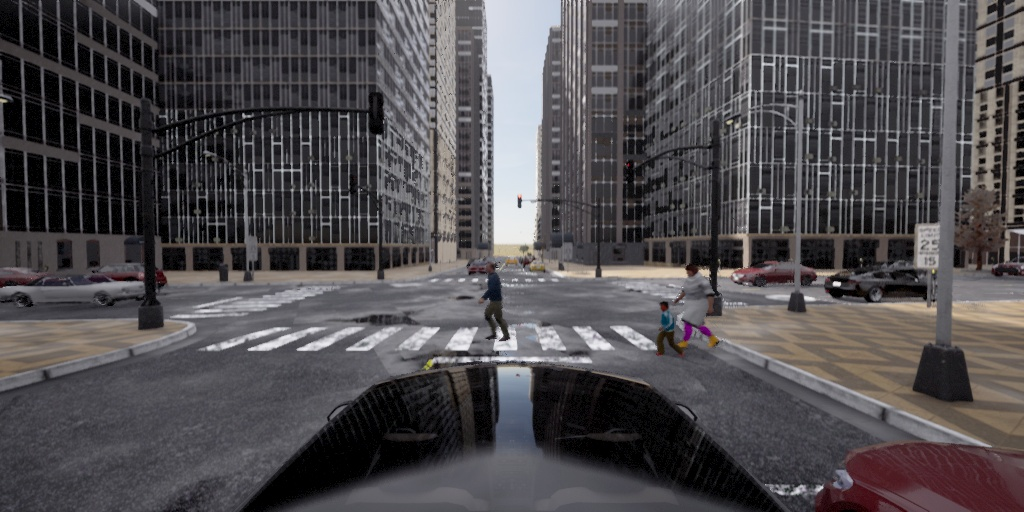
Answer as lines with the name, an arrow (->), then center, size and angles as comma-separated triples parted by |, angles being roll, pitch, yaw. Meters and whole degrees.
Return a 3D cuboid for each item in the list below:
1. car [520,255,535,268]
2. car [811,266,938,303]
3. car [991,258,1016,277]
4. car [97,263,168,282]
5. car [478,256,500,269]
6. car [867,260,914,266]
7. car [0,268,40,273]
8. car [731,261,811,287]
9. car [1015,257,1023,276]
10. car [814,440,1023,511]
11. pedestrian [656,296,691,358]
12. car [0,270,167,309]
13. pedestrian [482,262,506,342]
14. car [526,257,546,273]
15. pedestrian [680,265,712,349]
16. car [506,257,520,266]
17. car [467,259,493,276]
car -> 2.710, 0.807, 55.040 | 2.192, 1.841, 5.009 | 0, 0, 0
car -> 16.124, 1.235, 15.719 | 4.313, 1.339, 1.948 | 0, 0, -5
car -> 37.693, 0.763, 26.134 | 4.097, 1.591, 1.967 | 0, 0, -5
car -> -22.578, 1.138, 20.554 | 4.097, 1.591, 1.967 | 0, 0, -5
car -> -3.100, 0.872, 49.965 | 2.097, 1.767, 4.553 | 0, 0, 0
car -> 26.432, 0.960, 25.089 | 4.313, 1.339, 1.948 | 0, 0, -5
car -> -28.203, 1.315, 20.030 | 4.207, 1.307, 1.802 | 0, 0, -5
car -> 15.649, 1.053, 21.480 | 4.674, 1.442, 1.812 | -1, 1, -5
car -> 36.597, 0.748, 23.402 | 4.553, 1.767, 2.097 | 0, 1, -5
car -> 2.692, 1.338, 0.421 | 1.802, 1.307, 4.207 | 0, 0, 0
pedestrian -> 3.054, 1.400, 6.974 | 0.500, 1.100, 0.500 | -1, 1, 0
car -> -18.055, 1.417, 15.135 | 4.718, 1.301, 1.895 | 0, 1, -5
pedestrian -> -0.411, 1.014, 8.164 | 0.375, 1.860, 0.375 | -1, 1, 0
car -> 2.806, 1.097, 39.959 | 1.751, 1.417, 4.829 | 0, 0, 0
pedestrian -> 3.875, 1.017, 7.570 | 0.375, 1.860, 0.375 | -1, 1, 0
car -> -0.025, 0.916, 65.015 | 1.882, 1.535, 5.008 | 0, 0, 0
car -> -3.108, 1.199, 34.462 | 1.895, 1.301, 4.718 | 0, 0, 0
